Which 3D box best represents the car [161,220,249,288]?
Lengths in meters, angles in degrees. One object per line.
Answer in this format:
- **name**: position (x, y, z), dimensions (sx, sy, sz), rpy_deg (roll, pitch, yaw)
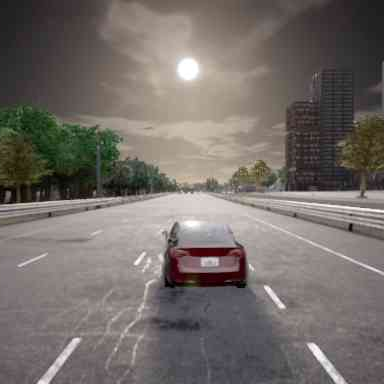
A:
- **car**: position (0.220, 1.495, 9.262), dimensions (2.163, 1.488, 4.792), rpy_deg (0, 0, -4)
